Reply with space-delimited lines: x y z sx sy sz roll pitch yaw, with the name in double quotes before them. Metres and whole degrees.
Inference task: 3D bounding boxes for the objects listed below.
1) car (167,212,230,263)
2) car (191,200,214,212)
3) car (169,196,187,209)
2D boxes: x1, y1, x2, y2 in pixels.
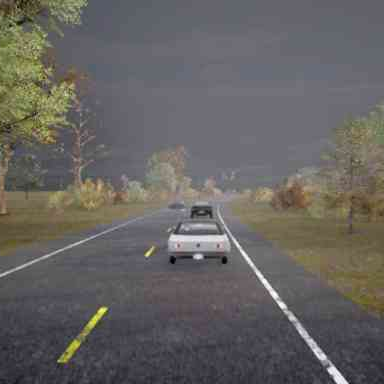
"car" 0.247 1.616 12.022 1.895 1.301 4.718 0 0 1
"car" 0.926 1.510 30.330 1.882 1.535 5.008 0 0 3
"car" -1.858 1.392 44.680 2.097 1.767 4.553 0 0 4
